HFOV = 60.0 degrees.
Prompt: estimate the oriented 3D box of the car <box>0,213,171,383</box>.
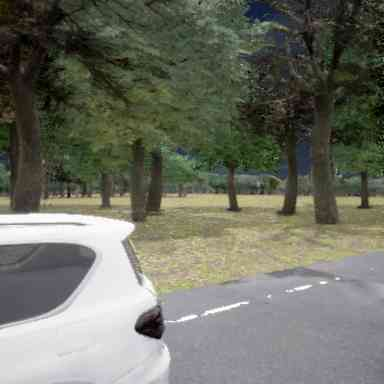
[{"bbox_3d":[-2.786,1.216,2.005,5.566,2.045,2.150,0,0,-36],"label":"car"}]
